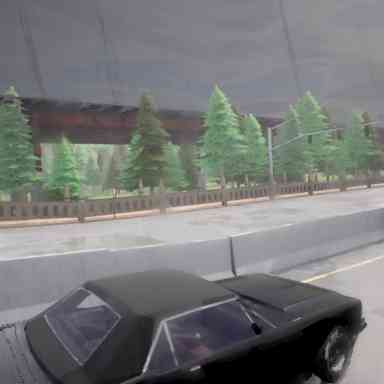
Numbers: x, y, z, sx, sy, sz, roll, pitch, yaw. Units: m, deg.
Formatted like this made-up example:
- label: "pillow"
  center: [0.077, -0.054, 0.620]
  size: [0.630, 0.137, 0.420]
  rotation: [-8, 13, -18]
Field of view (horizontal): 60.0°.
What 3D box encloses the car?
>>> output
- label: "car"
  center: [-0.073, 1.588, 3.699]
  size: [4.718, 1.301, 1.895]
  rotation: [-1, 0, -36]
